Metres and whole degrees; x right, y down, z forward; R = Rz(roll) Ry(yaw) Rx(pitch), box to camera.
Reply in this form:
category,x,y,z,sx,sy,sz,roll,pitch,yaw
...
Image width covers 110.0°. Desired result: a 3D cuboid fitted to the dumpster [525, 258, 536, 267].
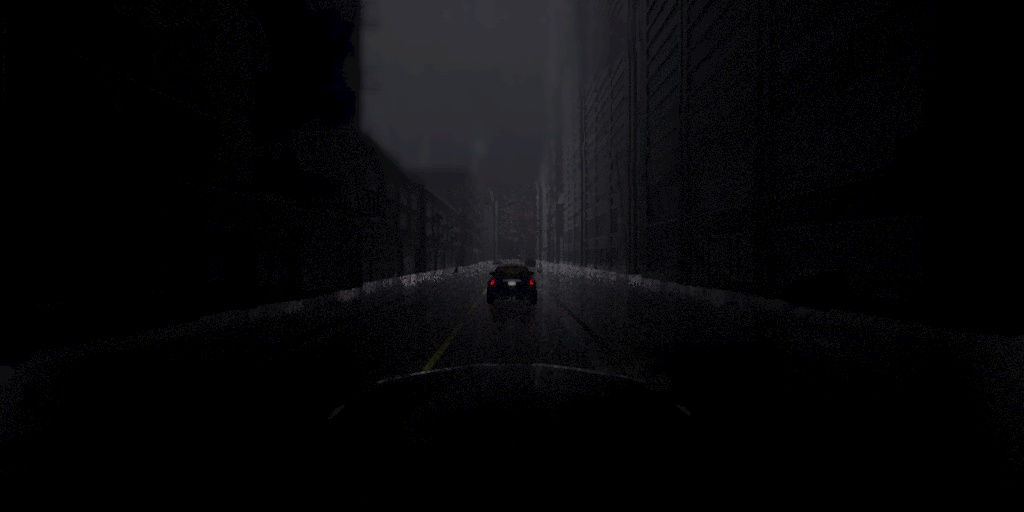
category,x,y,z,sx,sy,sz,roll,pitch,yaw
dumpster,3.135,1.216,61.716,1.020,1.700,1.940,0,0,0

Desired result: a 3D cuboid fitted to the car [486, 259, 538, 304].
category,x,y,z,sx,sy,sz,roll,pitch,yaw
car,0.000,1.118,16.470,2.097,1.767,4.553,0,0,0
